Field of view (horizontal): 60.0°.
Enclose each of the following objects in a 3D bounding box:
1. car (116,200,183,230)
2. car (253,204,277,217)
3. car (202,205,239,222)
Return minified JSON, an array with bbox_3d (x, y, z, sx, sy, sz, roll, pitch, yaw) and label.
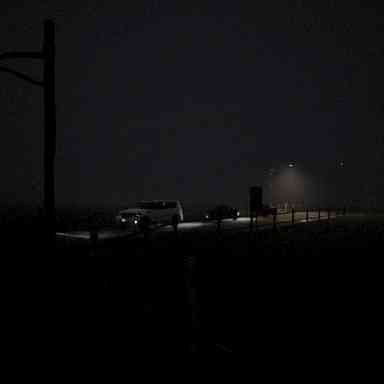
[{"bbox_3d":[-2.973,1.608,24.612,2.150,2.045,5.566,0,-1,36],"label":"car"},{"bbox_3d":[8.869,2.266,40.782,2.128,1.511,4.902,0,-1,36],"label":"car"},{"bbox_3d":[2.841,2.067,32.552,2.128,1.511,4.902,0,-1,36],"label":"car"}]
